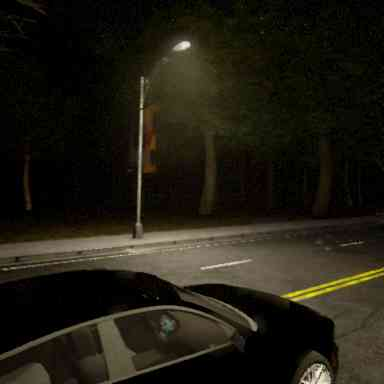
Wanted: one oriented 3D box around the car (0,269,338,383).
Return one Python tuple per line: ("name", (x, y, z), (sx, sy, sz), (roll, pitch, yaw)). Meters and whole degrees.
("car", (-0.704, 1.477, 2.937), (5.008, 1.535, 1.882), (0, 0, -36))
